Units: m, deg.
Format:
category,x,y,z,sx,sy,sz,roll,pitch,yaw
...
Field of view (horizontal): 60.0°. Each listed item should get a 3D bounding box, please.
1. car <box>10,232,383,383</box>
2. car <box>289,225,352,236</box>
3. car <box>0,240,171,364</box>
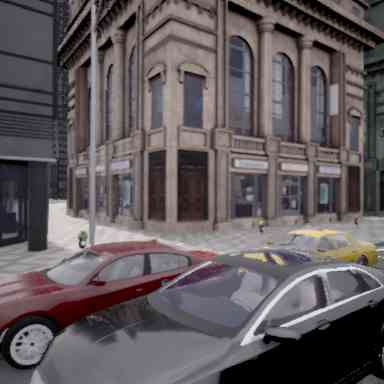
category,x,y,z,sx,sy,sz,roll,pitch,yaw
car,0.795,1.519,3.944,4.902,1.511,2.128,1,0,-36
car,3.115,1.600,8.871,4.829,1.417,1.752,1,-1,-35
car,-1.308,1.566,5.717,4.507,1.381,1.887,1,-1,-35
